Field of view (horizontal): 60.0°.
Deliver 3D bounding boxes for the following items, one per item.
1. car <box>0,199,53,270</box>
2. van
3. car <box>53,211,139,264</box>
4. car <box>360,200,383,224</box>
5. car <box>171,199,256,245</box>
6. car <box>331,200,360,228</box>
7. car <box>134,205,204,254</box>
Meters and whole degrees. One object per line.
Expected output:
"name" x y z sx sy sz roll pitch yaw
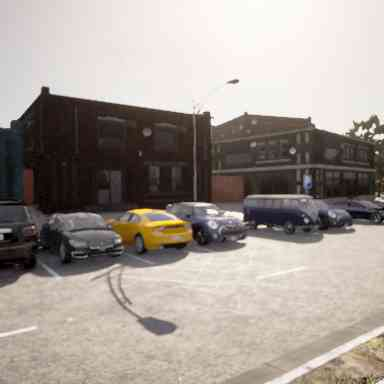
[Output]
"car" -6.399 1.226 10.432 2.435 2.045 5.566 0 0 -35
"van" 4.909 1.151 18.296 1.878 1.987 4.442 -1 0 -35
"car" -4.120 1.459 12.025 2.231 1.521 4.892 0 0 -35
"car" 11.659 1.306 23.204 2.163 1.488 4.792 -1 1 -35
"car" 0.394 1.294 15.266 2.185 1.767 4.553 0 0 -35
"car" 7.193 1.219 20.103 2.185 1.767 4.553 -1 0 -35
"car" -1.950 1.439 13.554 2.097 1.535 5.008 0 0 -35
